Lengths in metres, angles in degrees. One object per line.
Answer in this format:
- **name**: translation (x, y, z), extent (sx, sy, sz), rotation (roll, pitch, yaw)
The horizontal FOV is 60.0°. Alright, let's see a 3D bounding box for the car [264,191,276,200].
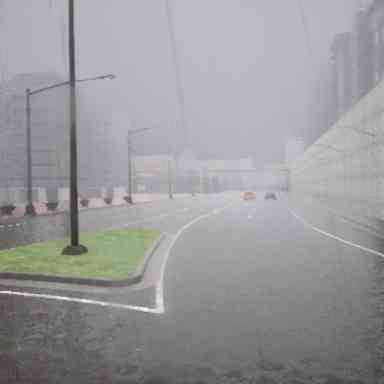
- **car**: translation (13.651, 0.616, 58.220), extent (2.128, 1.511, 4.902), rotation (0, 1, 13)

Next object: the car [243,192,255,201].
- **car**: translation (9.793, 0.657, 57.029), extent (1.882, 1.535, 5.008), rotation (0, 1, 13)
